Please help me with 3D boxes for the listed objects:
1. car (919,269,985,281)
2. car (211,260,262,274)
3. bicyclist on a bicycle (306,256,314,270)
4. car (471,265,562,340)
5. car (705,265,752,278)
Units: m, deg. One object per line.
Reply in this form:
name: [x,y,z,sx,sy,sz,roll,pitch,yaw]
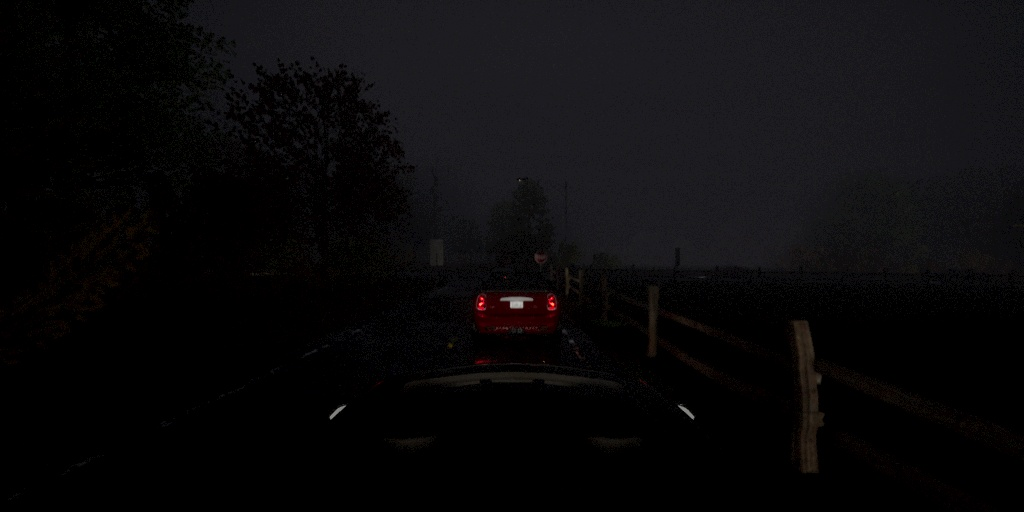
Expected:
car: [45.461,1.957,37.148,4.718,1.301,1.895,1,1,1]
car: [-26.101,0.957,34.258,4.181,1.385,1.994,1,1,0]
bicyclist on a bicycle: [-22.646,0.815,40.251,0.582,1.620,1.656,1,0,0]
car: [0.103,1.093,10.065,2.097,1.767,4.553,0,0,0]
car: [22.469,1.589,37.253,4.181,1.385,1.994,1,1,0]
